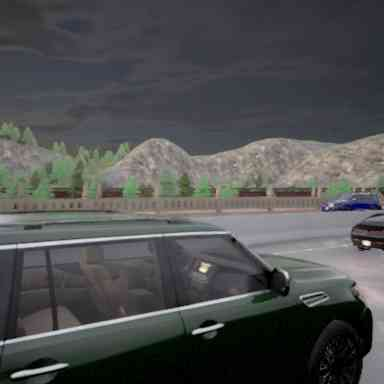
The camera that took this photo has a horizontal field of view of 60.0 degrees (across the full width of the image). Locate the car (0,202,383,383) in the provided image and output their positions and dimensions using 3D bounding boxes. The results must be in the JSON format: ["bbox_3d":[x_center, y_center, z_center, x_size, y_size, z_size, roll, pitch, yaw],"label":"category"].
[{"bbox_3d":[-0.552,1.205,3.236,5.566,2.045,2.150,0,0,-34],"label":"car"}]

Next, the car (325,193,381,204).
[{"bbox_3d":[14.597,1.109,30.376,5.566,2.045,2.150,0,0,-19],"label":"car"}]
